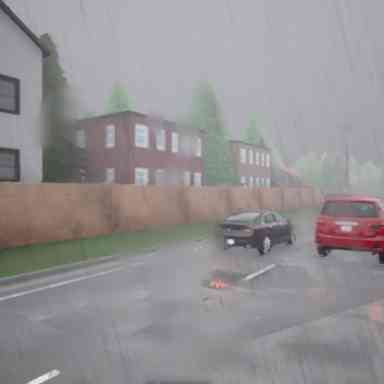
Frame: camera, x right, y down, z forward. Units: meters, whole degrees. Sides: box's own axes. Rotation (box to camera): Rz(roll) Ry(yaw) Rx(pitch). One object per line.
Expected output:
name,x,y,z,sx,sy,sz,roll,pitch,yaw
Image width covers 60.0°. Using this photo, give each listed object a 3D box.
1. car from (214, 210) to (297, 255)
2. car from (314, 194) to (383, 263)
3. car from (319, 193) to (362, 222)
car,2.690,1.472,13.344,1.837,1.490,4.892,0,0,35
car,6.187,1.189,12.231,2.150,2.045,5.566,0,0,35
car,12.041,1.152,26.742,2.150,2.045,5.566,0,0,35
